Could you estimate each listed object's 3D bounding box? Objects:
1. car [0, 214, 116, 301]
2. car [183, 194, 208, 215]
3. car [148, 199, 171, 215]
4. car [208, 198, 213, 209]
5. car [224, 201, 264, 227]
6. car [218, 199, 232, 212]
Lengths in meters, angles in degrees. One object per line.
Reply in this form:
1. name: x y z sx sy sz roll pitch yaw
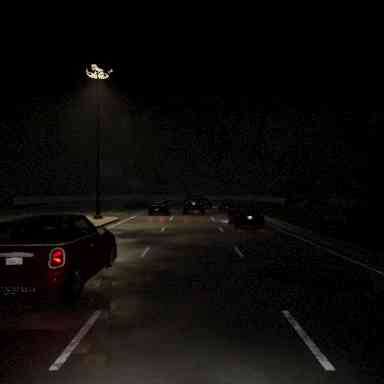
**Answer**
1. car: -3.399 1.351 8.496 2.097 1.767 4.553 0 0 0
2. car: 0.272 1.221 34.601 2.150 2.045 5.566 0 0 2
3. car: -3.259 1.490 34.172 2.128 1.511 4.902 0 0 2
4. car: 1.581 1.491 44.396 2.128 1.511 4.902 0 0 12
5. car: 3.603 1.564 22.682 1.994 1.385 4.181 0 0 0
6. car: 4.115 1.526 39.371 1.812 1.442 4.674 0 0 6
